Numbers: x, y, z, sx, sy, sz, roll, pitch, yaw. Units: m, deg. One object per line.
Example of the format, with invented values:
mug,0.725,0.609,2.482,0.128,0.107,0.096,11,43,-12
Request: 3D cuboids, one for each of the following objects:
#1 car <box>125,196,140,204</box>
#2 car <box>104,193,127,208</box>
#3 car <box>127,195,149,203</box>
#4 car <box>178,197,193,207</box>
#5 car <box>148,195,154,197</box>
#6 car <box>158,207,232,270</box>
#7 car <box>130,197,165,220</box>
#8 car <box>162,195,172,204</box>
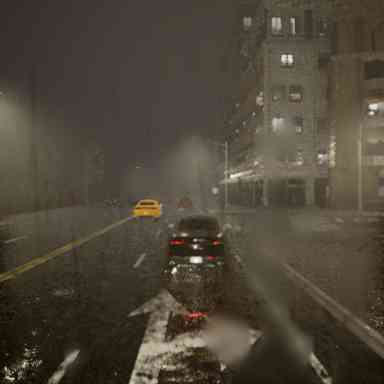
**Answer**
car,-11.427,1.432,63.947,2.033,1.411,5.357,0,0,-1
car,-10.902,1.136,47.234,2.150,2.045,5.566,0,0,-2
car,-7.662,1.514,47.570,1.895,1.301,4.718,0,0,-2
car,-0.899,1.391,45.588,1.882,1.535,5.008,0,0,-2
car,-8.196,1.361,64.719,1.882,1.535,5.008,0,0,-1
car,0.241,1.480,10.954,1.837,1.490,4.892,0,0,3
car,-3.528,1.422,27.329,1.882,1.535,5.008,0,0,-2
car,-4.739,1.365,61.590,1.882,1.535,5.008,0,0,-2
